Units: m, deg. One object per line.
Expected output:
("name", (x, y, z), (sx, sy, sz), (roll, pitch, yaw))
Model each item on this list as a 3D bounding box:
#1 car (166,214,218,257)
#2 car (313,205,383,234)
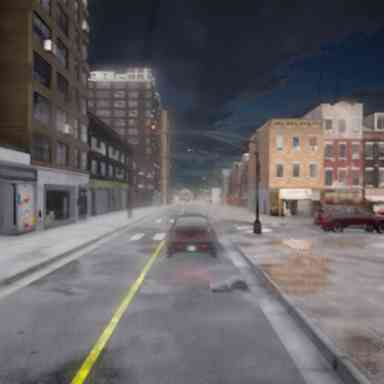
("car", (0.008, 1.639, 13.535), (1.837, 1.490, 4.892), (0, 0, 0))
("car", (10.800, 1.831, 22.516), (5.009, 1.841, 2.192), (1, -1, 0))
